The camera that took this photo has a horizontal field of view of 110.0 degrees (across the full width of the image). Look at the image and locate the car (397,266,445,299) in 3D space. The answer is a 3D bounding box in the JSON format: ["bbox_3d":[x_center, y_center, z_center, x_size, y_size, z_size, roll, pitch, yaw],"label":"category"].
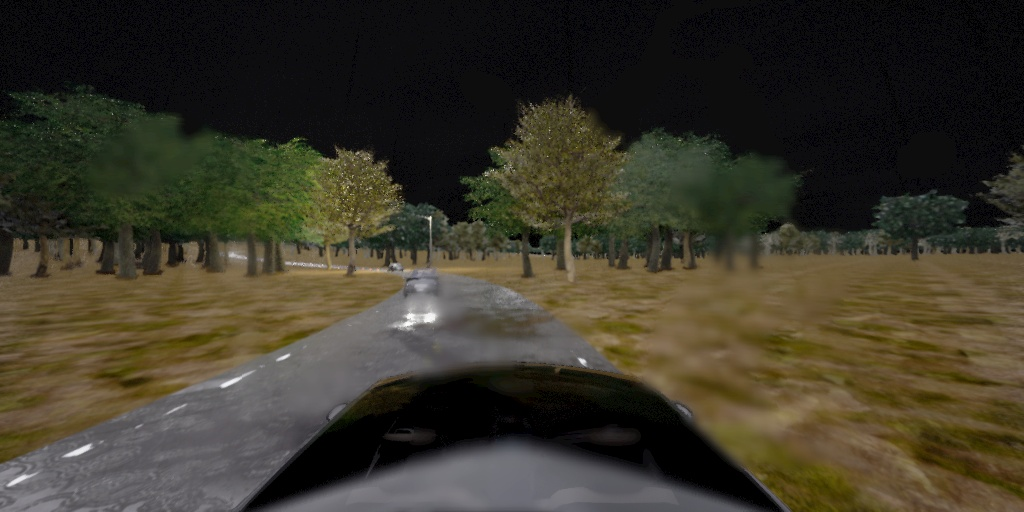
[{"bbox_3d":[-4.808,1.441,19.877,2.128,1.511,4.902,0,-1,-10],"label":"car"}]

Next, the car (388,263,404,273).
[{"bbox_3d":[-19.049,1.887,58.884,2.128,1.511,4.902,0,0,-30],"label":"car"}]
